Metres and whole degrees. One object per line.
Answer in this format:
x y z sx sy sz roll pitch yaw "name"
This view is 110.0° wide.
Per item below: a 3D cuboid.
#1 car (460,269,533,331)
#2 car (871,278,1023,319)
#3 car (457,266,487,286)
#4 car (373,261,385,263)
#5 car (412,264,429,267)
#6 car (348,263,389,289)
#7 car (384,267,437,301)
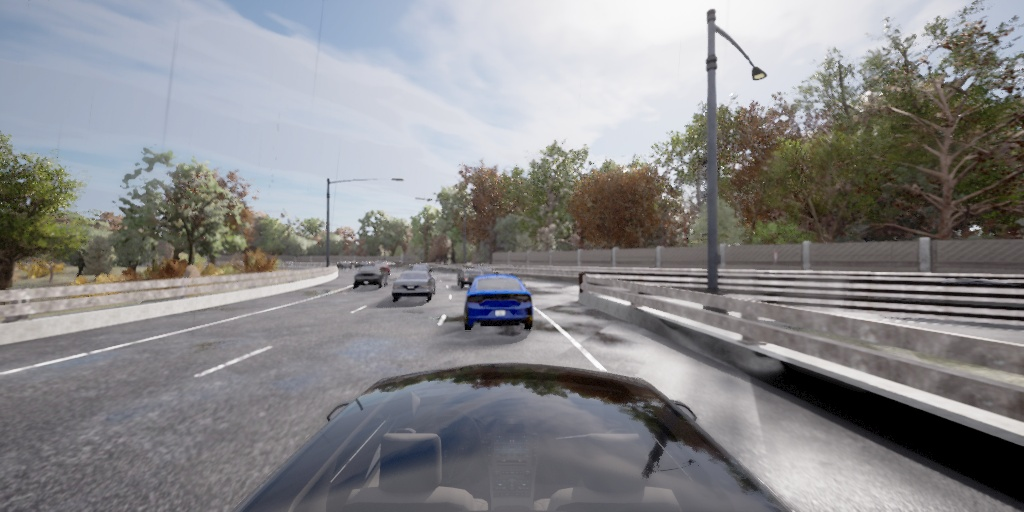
-0.519 1.326 11.491 1.882 1.535 5.008 0 -1 -5 "car"
14.616 1.418 11.737 4.181 1.385 1.994 -1 -1 44 "car"
-2.912 1.594 25.836 1.895 1.301 4.718 0 -1 -13 "car"
-15.828 1.652 42.983 1.882 1.535 5.008 0 -1 -23 "car"
-9.375 1.648 36.098 2.033 1.411 5.357 0 -1 -19 "car"
-10.043 1.501 25.711 1.837 1.490 4.892 0 -1 -13 "car"
-4.965 1.469 18.541 2.033 1.411 5.357 0 -1 -10 "car"
